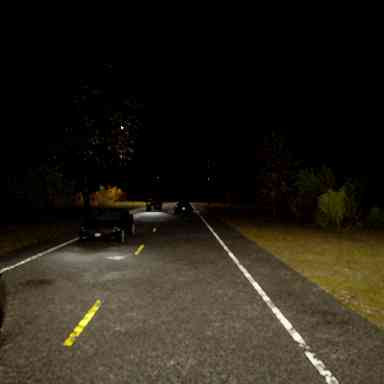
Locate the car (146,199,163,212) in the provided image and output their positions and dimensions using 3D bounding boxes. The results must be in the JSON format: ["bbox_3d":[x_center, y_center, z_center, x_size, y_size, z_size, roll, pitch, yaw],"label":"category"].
[{"bbox_3d":[-4.767,1.675,42.167,2.128,1.511,4.902,0,0,-2],"label":"car"}]

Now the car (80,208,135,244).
[{"bbox_3d":[-4.030,1.548,16.460,1.882,1.535,5.008,0,0,-2],"label":"car"}]

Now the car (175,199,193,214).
[{"bbox_3d":[-0.919,1.723,37.000,1.994,1.385,4.181,0,0,-1],"label":"car"}]

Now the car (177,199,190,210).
[{"bbox_3d":[-1.219,1.711,47.043,1.837,1.490,4.892,0,0,-2],"label":"car"}]

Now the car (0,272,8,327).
[{"bbox_3d":[-3.654,1.519,3.104,1.837,1.490,4.892,0,0,-2],"label":"car"}]
